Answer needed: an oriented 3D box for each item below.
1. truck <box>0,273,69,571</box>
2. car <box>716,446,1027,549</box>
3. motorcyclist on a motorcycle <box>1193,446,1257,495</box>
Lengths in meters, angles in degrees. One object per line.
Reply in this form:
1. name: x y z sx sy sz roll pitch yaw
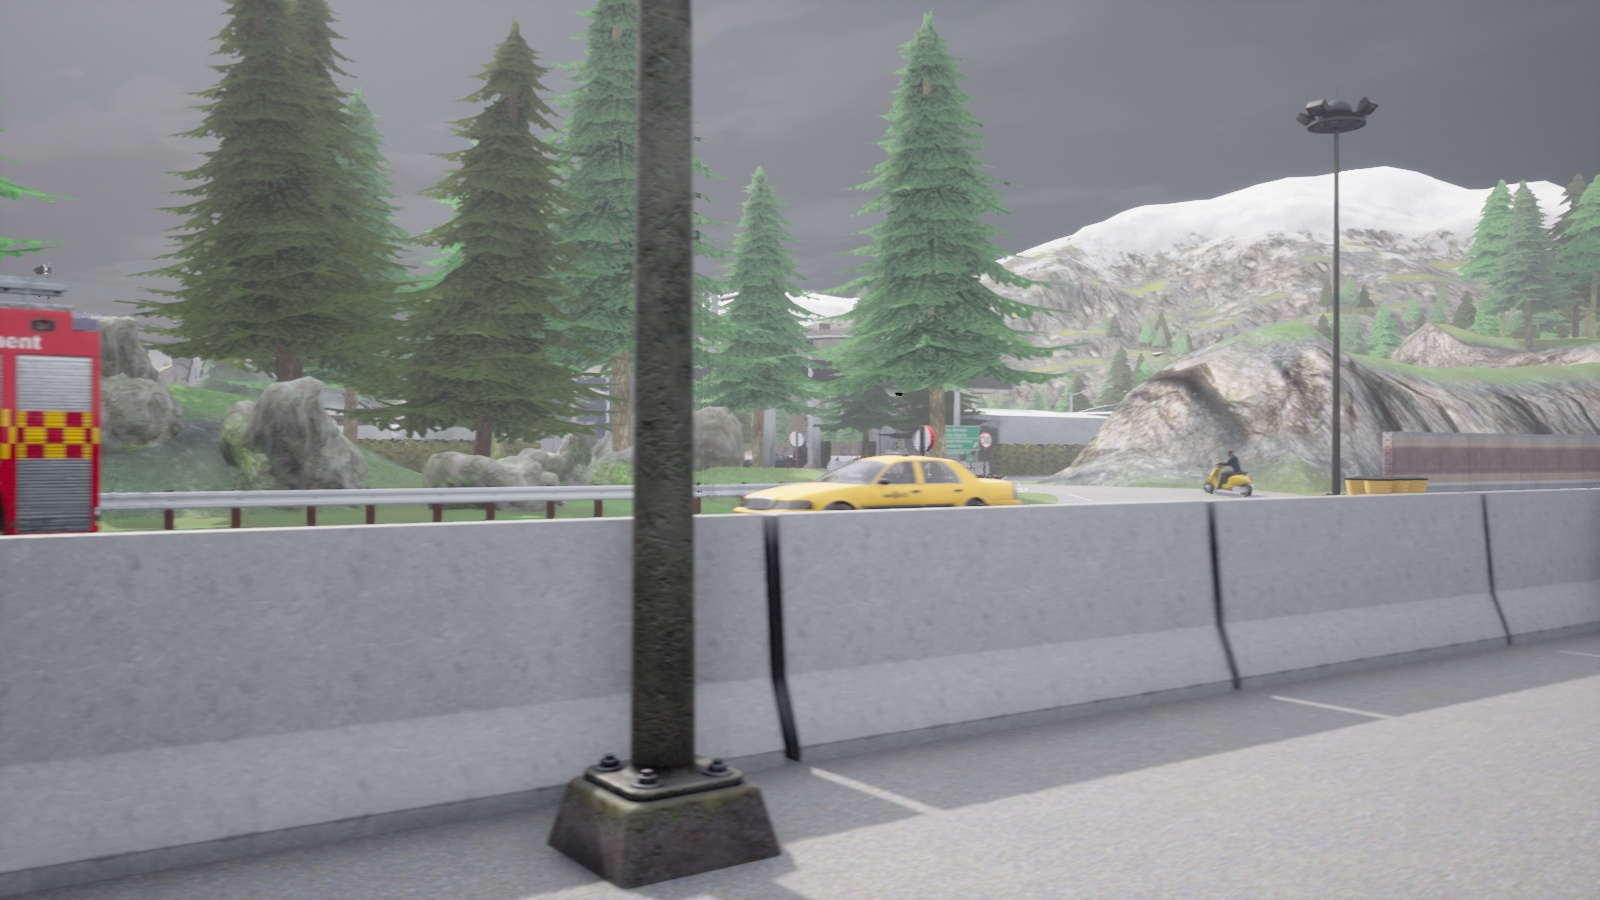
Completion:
1. truck: -13.922 -0.353 15.294 8.468 3.827 2.891 0 0 -35
2. car: 1.332 0.733 21.643 5.366 1.575 1.801 0 0 -35
3. motorcyclist on a motorcycle: 14.485 0.691 42.829 1.817 1.590 0.866 3 1 43
